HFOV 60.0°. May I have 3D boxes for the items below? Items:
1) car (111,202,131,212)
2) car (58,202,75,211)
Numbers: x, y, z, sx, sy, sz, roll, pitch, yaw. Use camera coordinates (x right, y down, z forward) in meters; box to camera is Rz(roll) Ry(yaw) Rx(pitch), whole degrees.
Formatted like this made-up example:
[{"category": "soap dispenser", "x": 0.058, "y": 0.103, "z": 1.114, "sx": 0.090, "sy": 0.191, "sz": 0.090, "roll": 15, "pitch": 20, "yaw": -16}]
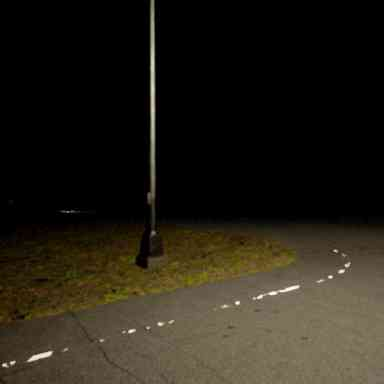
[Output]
[{"category": "car", "x": -11.553, "y": 2.432, "z": 53.941, "sx": 1.882, "sy": 1.535, "sz": 5.008, "roll": 2, "pitch": -3, "yaw": -36}, {"category": "car", "x": -20.795, "y": 2.347, "z": 54.966, "sx": 2.128, "sy": 1.511, "sz": 4.902, "roll": 2, "pitch": -2, "yaw": -34}]
